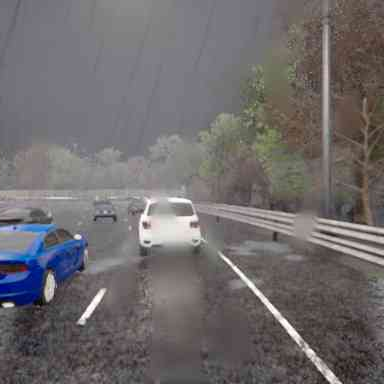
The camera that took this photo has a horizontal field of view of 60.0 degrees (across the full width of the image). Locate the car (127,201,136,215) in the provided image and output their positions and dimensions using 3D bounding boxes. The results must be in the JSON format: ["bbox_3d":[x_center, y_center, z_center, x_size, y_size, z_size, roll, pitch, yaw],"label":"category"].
[{"bbox_3d":[-5.631,1.648,34.802,2.033,1.411,5.357,0,0,-18],"label":"car"}]

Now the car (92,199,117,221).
[{"bbox_3d":[-7.460,1.643,28.589,2.033,1.411,5.357,0,0,-15],"label":"car"}]

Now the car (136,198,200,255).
[{"bbox_3d":[-1.029,1.258,13.656,2.150,2.045,5.566,0,0,-8],"label":"car"}]

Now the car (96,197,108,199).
[{"bbox_3d":[-15.265,1.541,55.715,2.097,1.767,4.553,0,0,-29],"label":"car"}]

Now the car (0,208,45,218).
[{"bbox_3d":[-8.608,1.581,17.344,1.837,1.490,4.892,0,0,-9],"label":"car"}]

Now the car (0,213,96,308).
[{"bbox_3d":[-3.903,1.513,8.058,1.882,1.535,5.008,0,0,-4],"label":"car"}]
